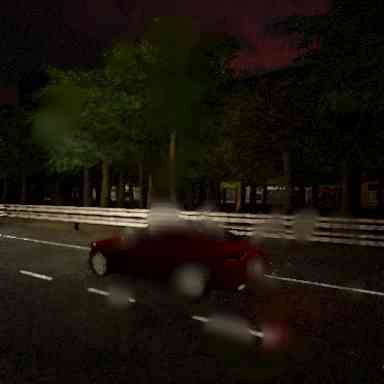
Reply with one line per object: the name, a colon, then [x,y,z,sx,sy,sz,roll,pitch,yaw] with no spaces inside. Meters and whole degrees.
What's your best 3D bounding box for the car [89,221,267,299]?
car: [-0.591,1.501,8.587,5.008,1.535,1.882,0,0,36]
